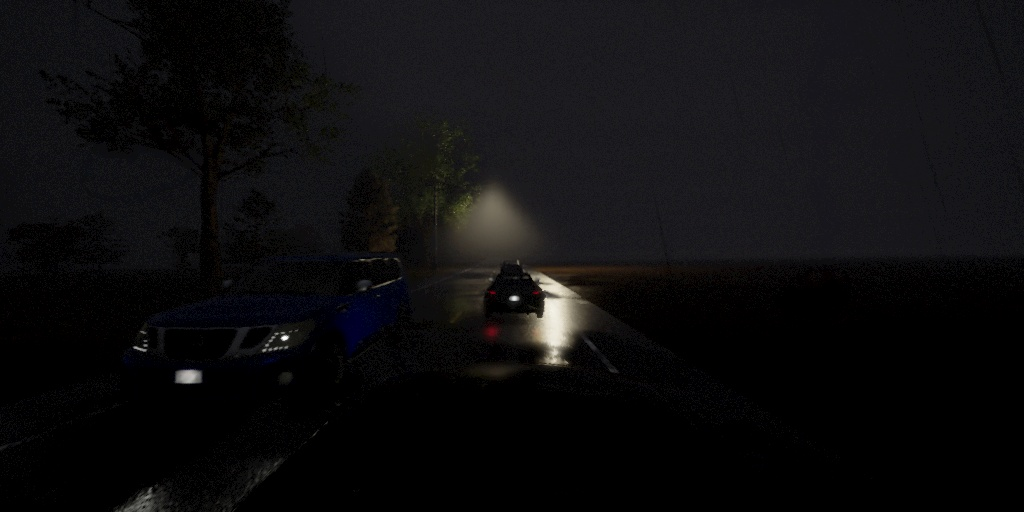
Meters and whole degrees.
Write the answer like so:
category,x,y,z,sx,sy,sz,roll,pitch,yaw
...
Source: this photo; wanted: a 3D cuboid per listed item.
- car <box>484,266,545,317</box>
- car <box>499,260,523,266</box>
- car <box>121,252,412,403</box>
category,x,y,z,sx,sy,sz,roll,pitch,yaw
car,0.069,1.245,12.858,1.994,1.385,4.181,0,0,0
car,-0.055,1.068,31.136,2.128,1.511,4.902,0,0,-1
car,-3.511,0.941,6.650,2.150,2.045,5.566,0,0,0
